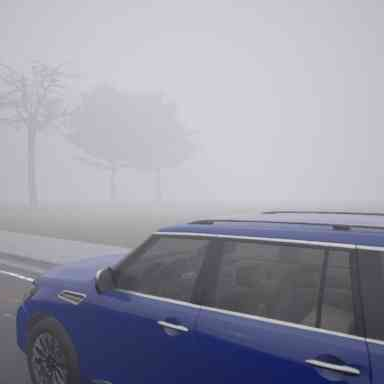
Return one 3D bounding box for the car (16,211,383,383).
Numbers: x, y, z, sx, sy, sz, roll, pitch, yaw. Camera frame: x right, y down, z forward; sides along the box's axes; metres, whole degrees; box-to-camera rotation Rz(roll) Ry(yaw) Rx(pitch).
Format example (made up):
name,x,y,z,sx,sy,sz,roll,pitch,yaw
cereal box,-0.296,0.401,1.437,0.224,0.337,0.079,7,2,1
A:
name,x,y,z,sx,sy,sz,roll,pitch,yaw
car,0.541,1.222,3.307,5.566,2.045,2.150,0,0,35
